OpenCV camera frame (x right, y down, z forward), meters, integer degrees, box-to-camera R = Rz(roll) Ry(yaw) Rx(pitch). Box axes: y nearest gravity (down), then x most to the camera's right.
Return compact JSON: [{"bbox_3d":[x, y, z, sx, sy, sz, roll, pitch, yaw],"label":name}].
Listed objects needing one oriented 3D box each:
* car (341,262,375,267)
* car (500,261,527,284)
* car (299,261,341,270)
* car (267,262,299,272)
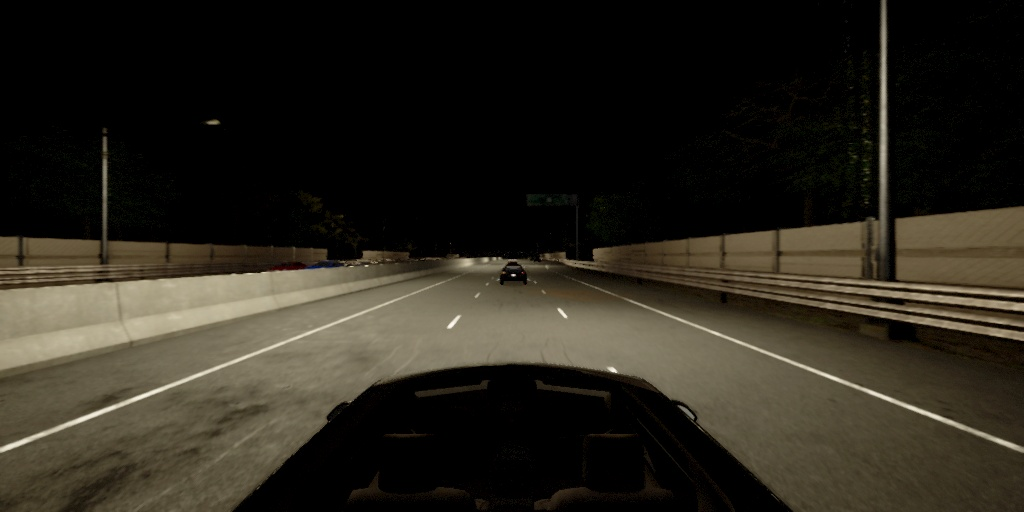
[{"bbox_3d":[-14.062,1.302,34.135,1.994,1.385,4.181,0,0,0],"label":"car"},{"bbox_3d":[0.106,1.304,26.917,1.994,1.385,4.181,0,0,0],"label":"car"},{"bbox_3d":[-17.562,1.214,34.024,1.882,1.535,5.008,0,0,0],"label":"car"},{"bbox_3d":[-21.059,1.262,34.049,1.812,1.442,4.674,0,0,0],"label":"car"}]
